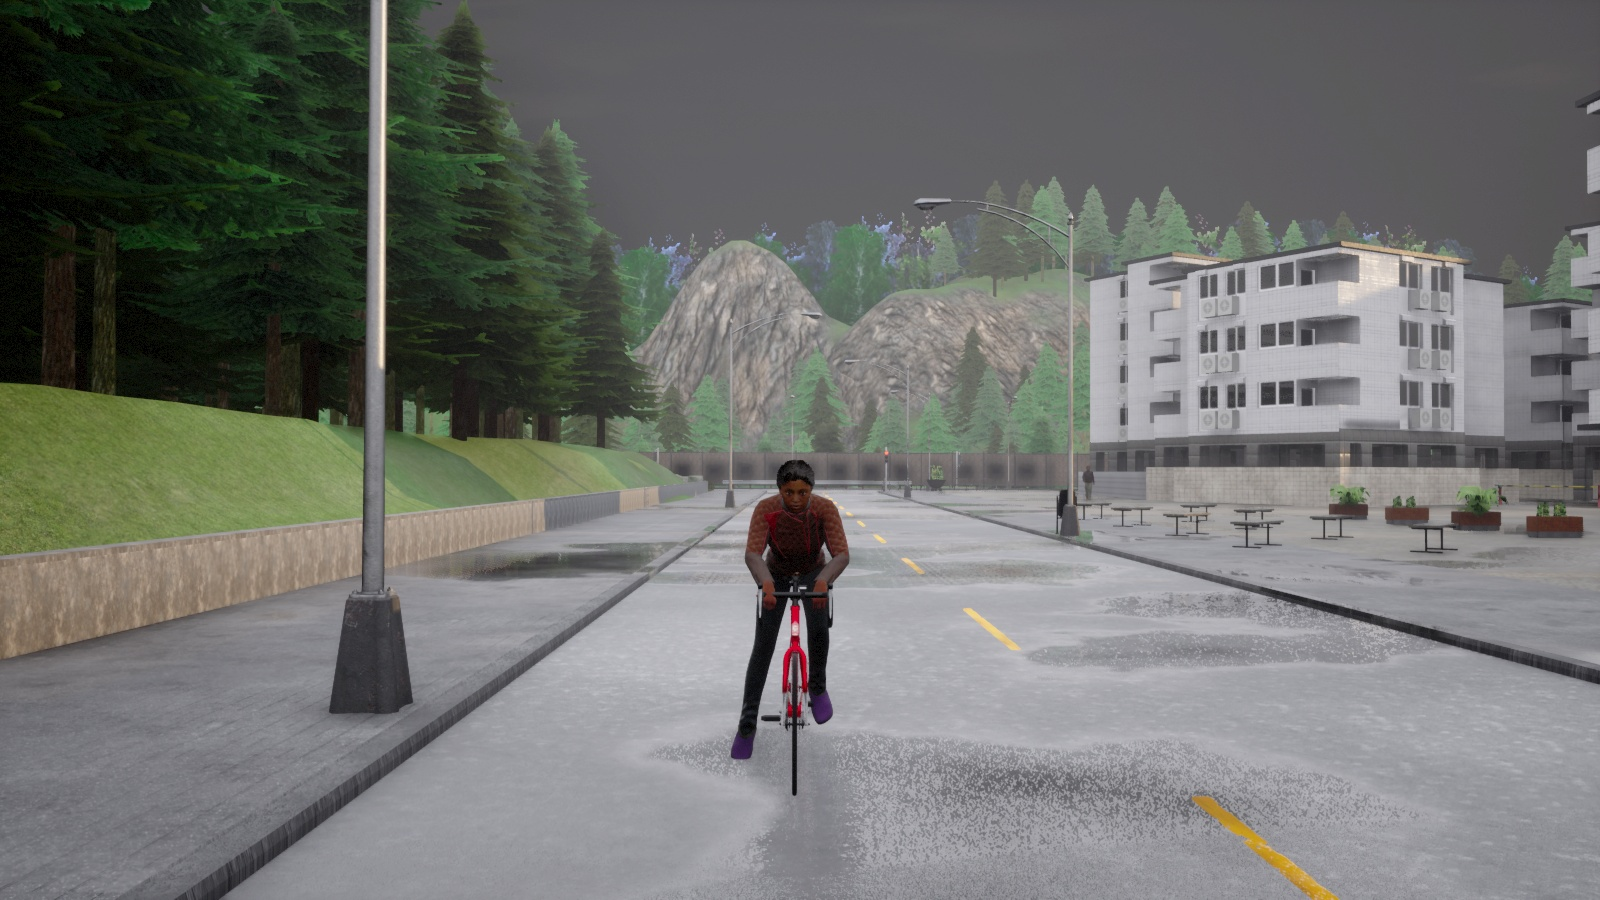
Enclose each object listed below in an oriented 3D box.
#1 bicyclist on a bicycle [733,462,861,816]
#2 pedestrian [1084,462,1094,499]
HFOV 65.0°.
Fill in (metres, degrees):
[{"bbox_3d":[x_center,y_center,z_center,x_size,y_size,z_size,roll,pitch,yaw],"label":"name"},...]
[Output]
[{"bbox_3d":[-0.018,0.878,6.593,0.582,1.620,1.656,0,-1,0],"label":"bicyclist on a bicycle"},{"bbox_3d":[14.264,1.506,61.998,0.431,1.840,0.703,0,-1,9],"label":"pedestrian"}]
